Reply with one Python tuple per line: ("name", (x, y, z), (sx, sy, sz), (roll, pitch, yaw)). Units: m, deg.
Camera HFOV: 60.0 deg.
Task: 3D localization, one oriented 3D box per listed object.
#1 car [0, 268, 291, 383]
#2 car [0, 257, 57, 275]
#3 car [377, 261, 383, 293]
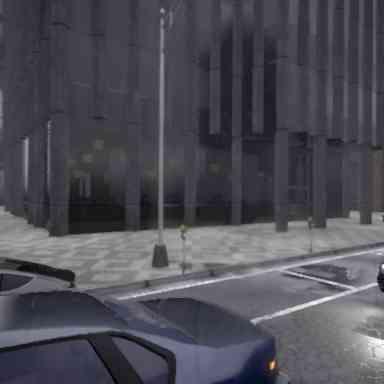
("car", (-1.657, 1.546, 2.198), (5.357, 1.411, 2.033), (1, 0, -35))
("car", (-3.608, 1.560, 4.077), (4.313, 1.339, 1.947), (1, 0, -35))
("car", (6.217, 1.611, 7.781), (4.674, 1.442, 1.812), (1, 0, -35))
